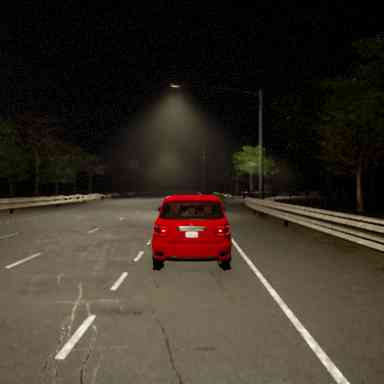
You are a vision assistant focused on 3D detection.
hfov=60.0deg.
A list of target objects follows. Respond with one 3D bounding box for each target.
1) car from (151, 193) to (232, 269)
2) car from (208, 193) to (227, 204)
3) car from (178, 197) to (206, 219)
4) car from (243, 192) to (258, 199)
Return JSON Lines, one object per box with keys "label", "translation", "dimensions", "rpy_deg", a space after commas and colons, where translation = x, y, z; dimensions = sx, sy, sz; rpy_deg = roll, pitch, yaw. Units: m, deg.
{"label": "car", "translation": [-0.007, 1.108, 10.826], "dimensions": [2.150, 2.045, 5.566], "rpy_deg": [0, 1, 0]}
{"label": "car", "translation": [3.913, 0.971, 50.306], "dimensions": [1.882, 1.535, 5.008], "rpy_deg": [0, 0, 17]}
{"label": "car", "translation": [0.079, 1.210, 26.980], "dimensions": [2.128, 1.511, 4.902], "rpy_deg": [0, 1, 2]}
{"label": "car", "translation": [12.249, 0.770, 69.113], "dimensions": [1.837, 1.490, 4.892], "rpy_deg": [0, 1, 31]}
